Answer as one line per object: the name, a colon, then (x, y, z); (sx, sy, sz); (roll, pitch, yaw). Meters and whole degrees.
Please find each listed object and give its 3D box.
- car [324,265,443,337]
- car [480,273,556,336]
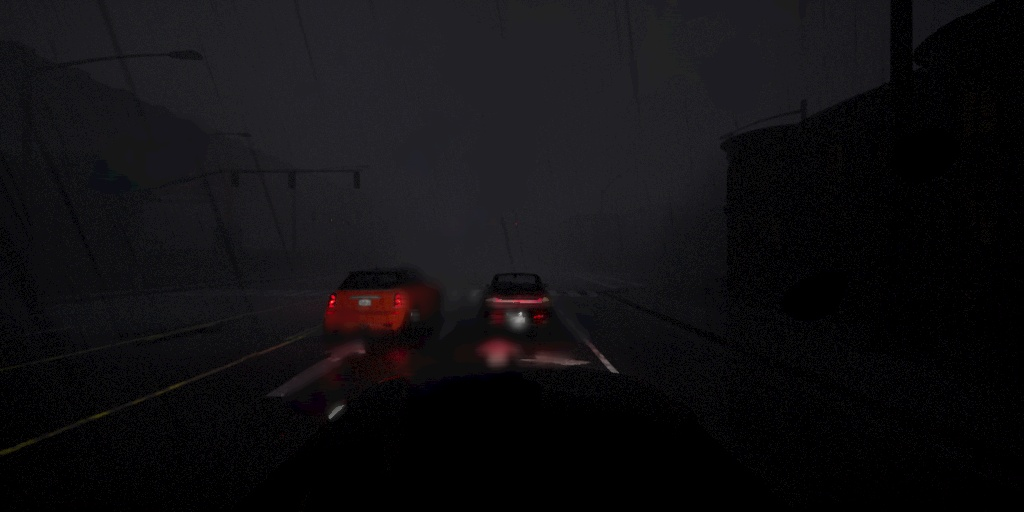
car: (-3.401, 1.097, 10.408); (2.097, 1.767, 4.553); (0, 0, 0)
car: (0.108, 1.236, 10.453); (2.128, 1.511, 4.902); (0, 0, -1)
